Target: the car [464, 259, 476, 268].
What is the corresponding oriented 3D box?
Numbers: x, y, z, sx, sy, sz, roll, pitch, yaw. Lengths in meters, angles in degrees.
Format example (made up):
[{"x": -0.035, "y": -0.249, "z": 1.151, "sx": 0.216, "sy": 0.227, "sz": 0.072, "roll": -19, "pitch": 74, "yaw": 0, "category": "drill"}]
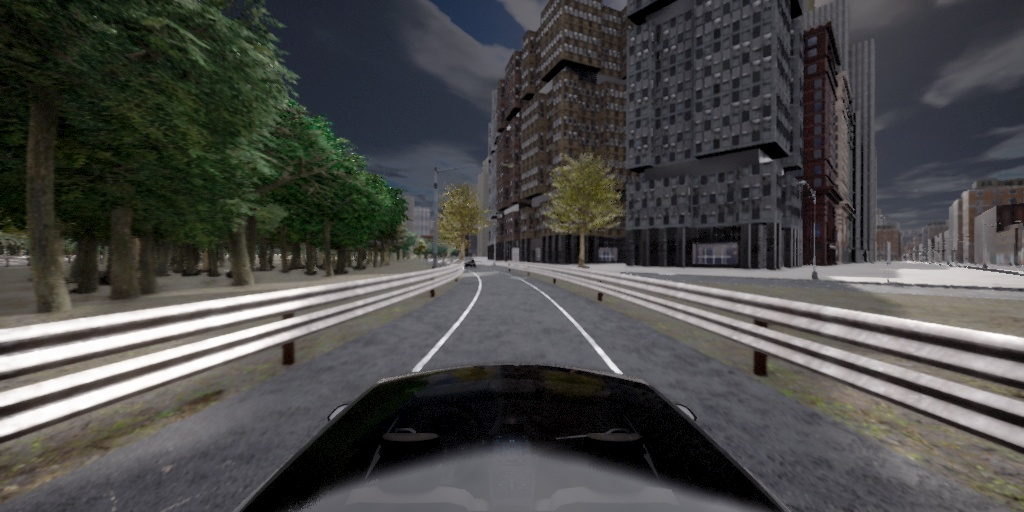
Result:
[{"x": -7.348, "y": 1.221, "z": 60.682, "sx": 1.837, "sy": 1.490, "sz": 4.892, "roll": 0, "pitch": 0, "yaw": -19, "category": "car"}]
